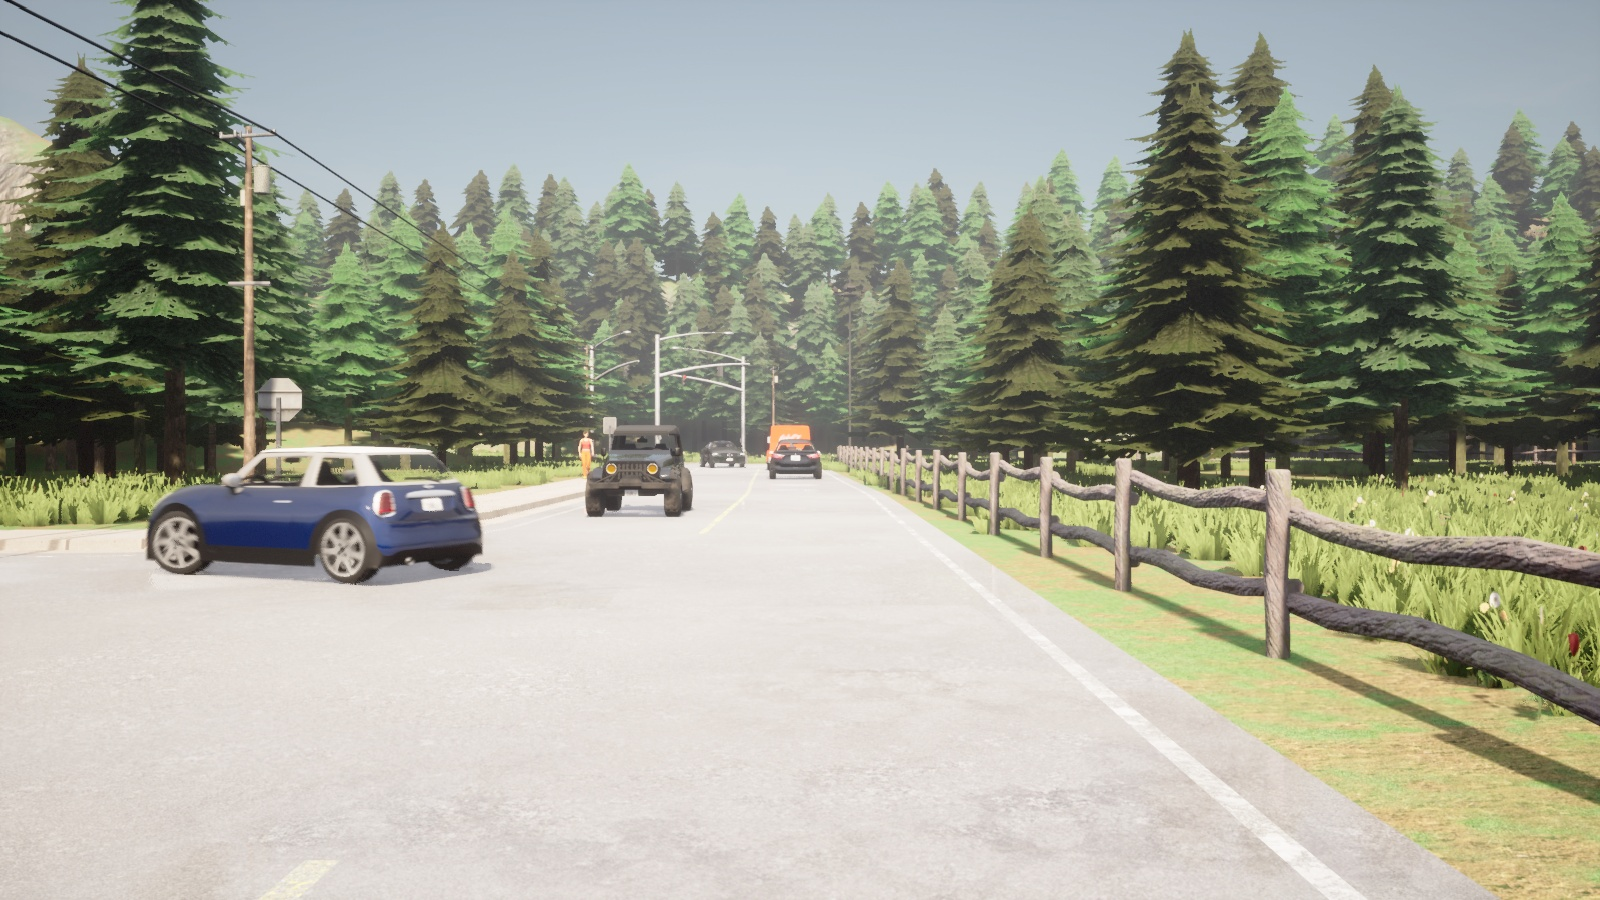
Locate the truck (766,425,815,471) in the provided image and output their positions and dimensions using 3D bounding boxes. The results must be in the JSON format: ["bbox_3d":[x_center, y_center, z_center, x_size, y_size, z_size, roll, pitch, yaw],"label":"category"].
[{"bbox_3d":[-0.592,-0.129,70.272,2.627,2.467,5.204,0,0,-2],"label":"truck"}]

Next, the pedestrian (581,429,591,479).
[{"bbox_3d":[-7.922,0.148,46.504,0.345,1.836,0.594,0,0,-12],"label":"pedestrian"}]

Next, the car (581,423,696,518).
[{"bbox_3d":[-3.336,0.389,26.623,1.905,1.878,3.866,0,0,0],"label":"car"}]

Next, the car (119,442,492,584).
[{"bbox_3d":[-5.790,0.647,14.741,3.806,1.475,1.970,0,0,24],"label":"car"}]

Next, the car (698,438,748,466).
[{"bbox_3d":[-4.728,0.098,76.386,2.152,1.651,5.027,0,0,-14],"label":"car"}]

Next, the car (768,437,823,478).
[{"bbox_3d":[-0.211,0.298,53.348,2.242,1.667,4.611,0,0,-1],"label":"car"}]
